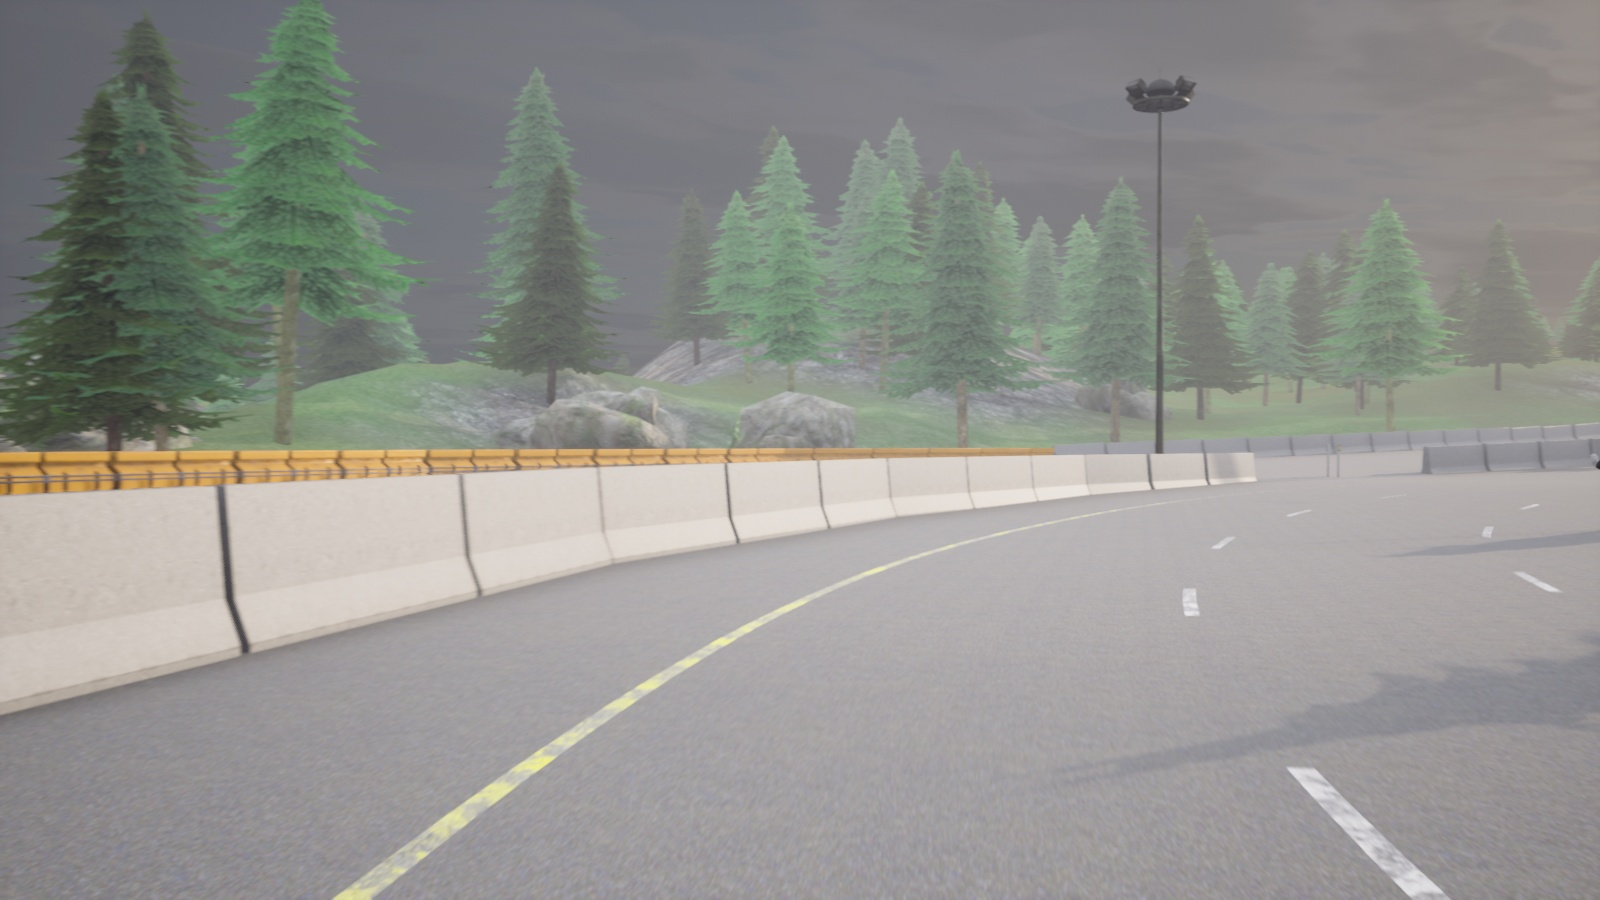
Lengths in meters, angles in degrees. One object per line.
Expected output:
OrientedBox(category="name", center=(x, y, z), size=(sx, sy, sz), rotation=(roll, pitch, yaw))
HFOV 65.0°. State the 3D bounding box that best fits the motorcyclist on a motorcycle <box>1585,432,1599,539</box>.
OrientedBox(category="motorcyclist on a motorcycle", center=(12.909, 0.540, 19.739), size=(0.866, 1.590, 1.817), rotation=(2, 3, 30))
